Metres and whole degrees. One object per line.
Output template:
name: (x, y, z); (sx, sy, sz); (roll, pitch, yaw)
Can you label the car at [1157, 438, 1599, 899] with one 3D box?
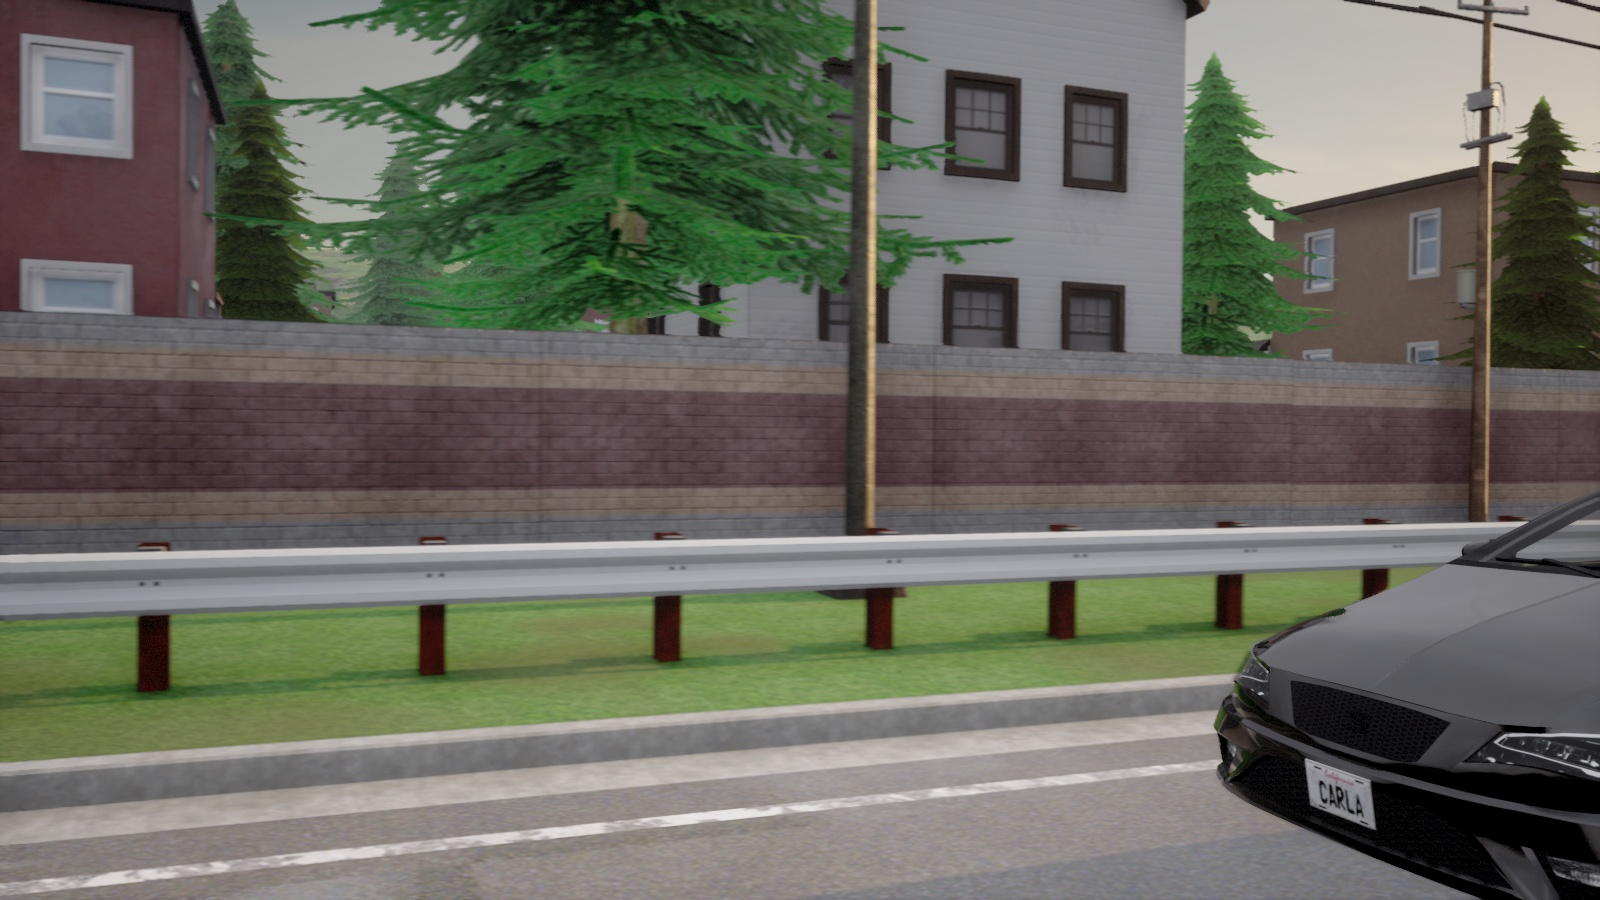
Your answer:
car: (3.627, 0.697, 4.615); (4.193, 1.474, 1.816); (-1, 1, -21)
